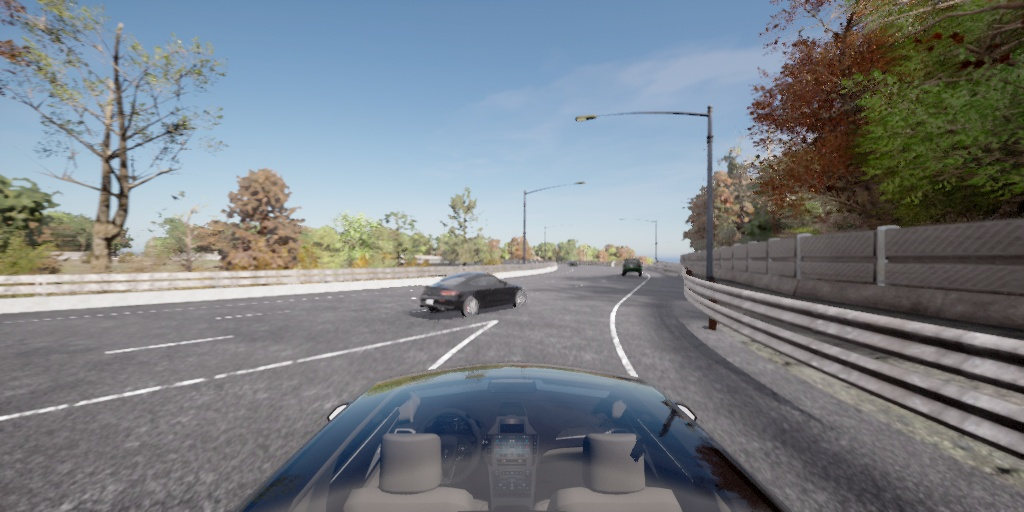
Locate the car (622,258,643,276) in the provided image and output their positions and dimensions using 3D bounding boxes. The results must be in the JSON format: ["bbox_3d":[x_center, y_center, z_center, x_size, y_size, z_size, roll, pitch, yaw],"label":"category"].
[{"bbox_3d":[14.539,1.296,43.389,2.150,2.045,5.566,1,0,19],"label":"car"}]

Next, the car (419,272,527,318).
[{"bbox_3d":[-1.303,1.330,13.404,1.812,1.442,4.674,0,0,36],"label":"car"}]
